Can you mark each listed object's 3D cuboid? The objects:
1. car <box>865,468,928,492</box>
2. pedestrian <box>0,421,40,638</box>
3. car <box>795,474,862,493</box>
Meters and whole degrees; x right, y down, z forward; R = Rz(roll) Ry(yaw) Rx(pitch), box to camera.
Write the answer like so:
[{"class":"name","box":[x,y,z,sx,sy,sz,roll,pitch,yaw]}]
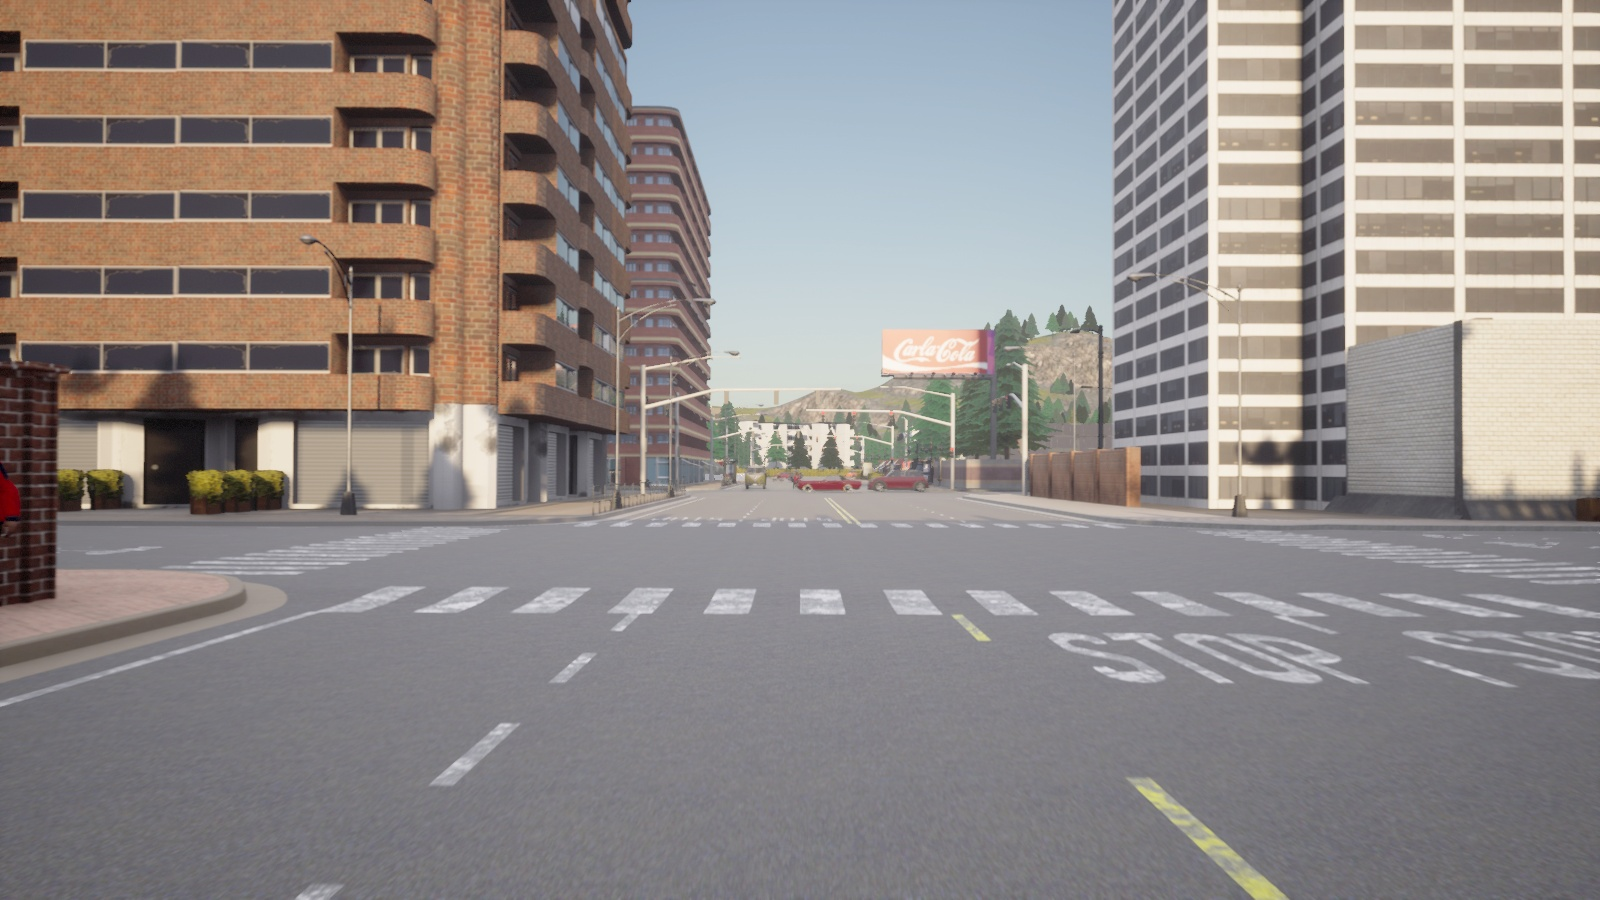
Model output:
[{"class":"car","box":[7.189,2.213,93.725,4.553,1.767,2.097,0,-1,0]},{"class":"pedestrian","box":[-7.126,0.682,10.801,0.634,1.844,0.899,0,-1,-2]},{"class":"car","box":[2.024,2.418,90.236,4.718,1.301,1.895,0,-1,0]}]
